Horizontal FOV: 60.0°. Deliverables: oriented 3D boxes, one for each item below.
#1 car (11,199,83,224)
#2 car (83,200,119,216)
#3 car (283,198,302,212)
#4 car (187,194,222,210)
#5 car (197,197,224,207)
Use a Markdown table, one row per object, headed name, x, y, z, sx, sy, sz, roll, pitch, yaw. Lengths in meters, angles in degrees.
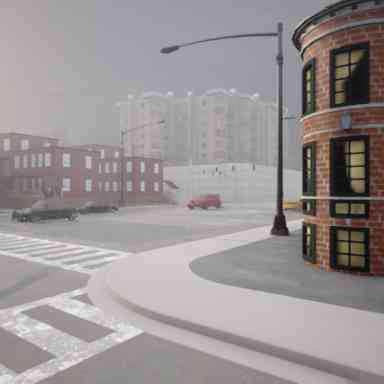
| name | x | y | z | sx | sy | sz | roll | pitch | yaw |
| --- | --- | --- | --- | --- | --- | --- | --- | --- | --- |
| car | -10.991 | 1.347 | 24.982 | 2.097 | 1.767 | 4.553 | 0 | 0 | 35 |
| car | -9.685 | 1.542 | 32.841 | 2.033 | 1.411 | 5.357 | 0 | 0 | 36 |
| car | 12.408 | 1.475 | 39.356 | 1.882 | 1.535 | 5.008 | 0 | 0 | 36 |
| car | 1.658 | 1.217 | 42.661 | 2.150 | 2.045 | 5.566 | 0 | 0 | 36 |
| car | 2.902 | 1.520 | 50.328 | 1.812 | 1.442 | 4.674 | 0 | 0 | 36 |
